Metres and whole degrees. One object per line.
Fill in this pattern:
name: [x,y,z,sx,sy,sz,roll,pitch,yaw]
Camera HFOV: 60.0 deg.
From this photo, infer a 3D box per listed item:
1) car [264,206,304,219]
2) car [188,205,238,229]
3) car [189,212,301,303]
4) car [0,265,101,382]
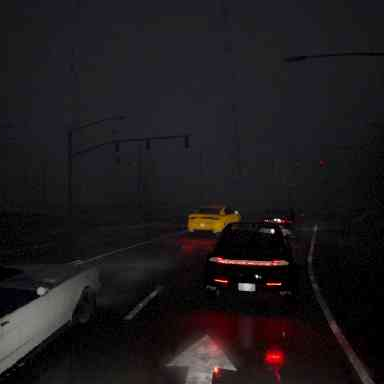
car: [4.598,1.505,17.207,1.837,1.490,4.892,0,0,21]
car: [1.396,1.478,18.502,1.882,1.535,5.008,0,0,21]
car: [1.538,1.492,8.323,2.128,1.511,4.902,0,0,13]
car: [-2.857,1.601,4.226,1.895,1.301,4.718,0,0,7]
